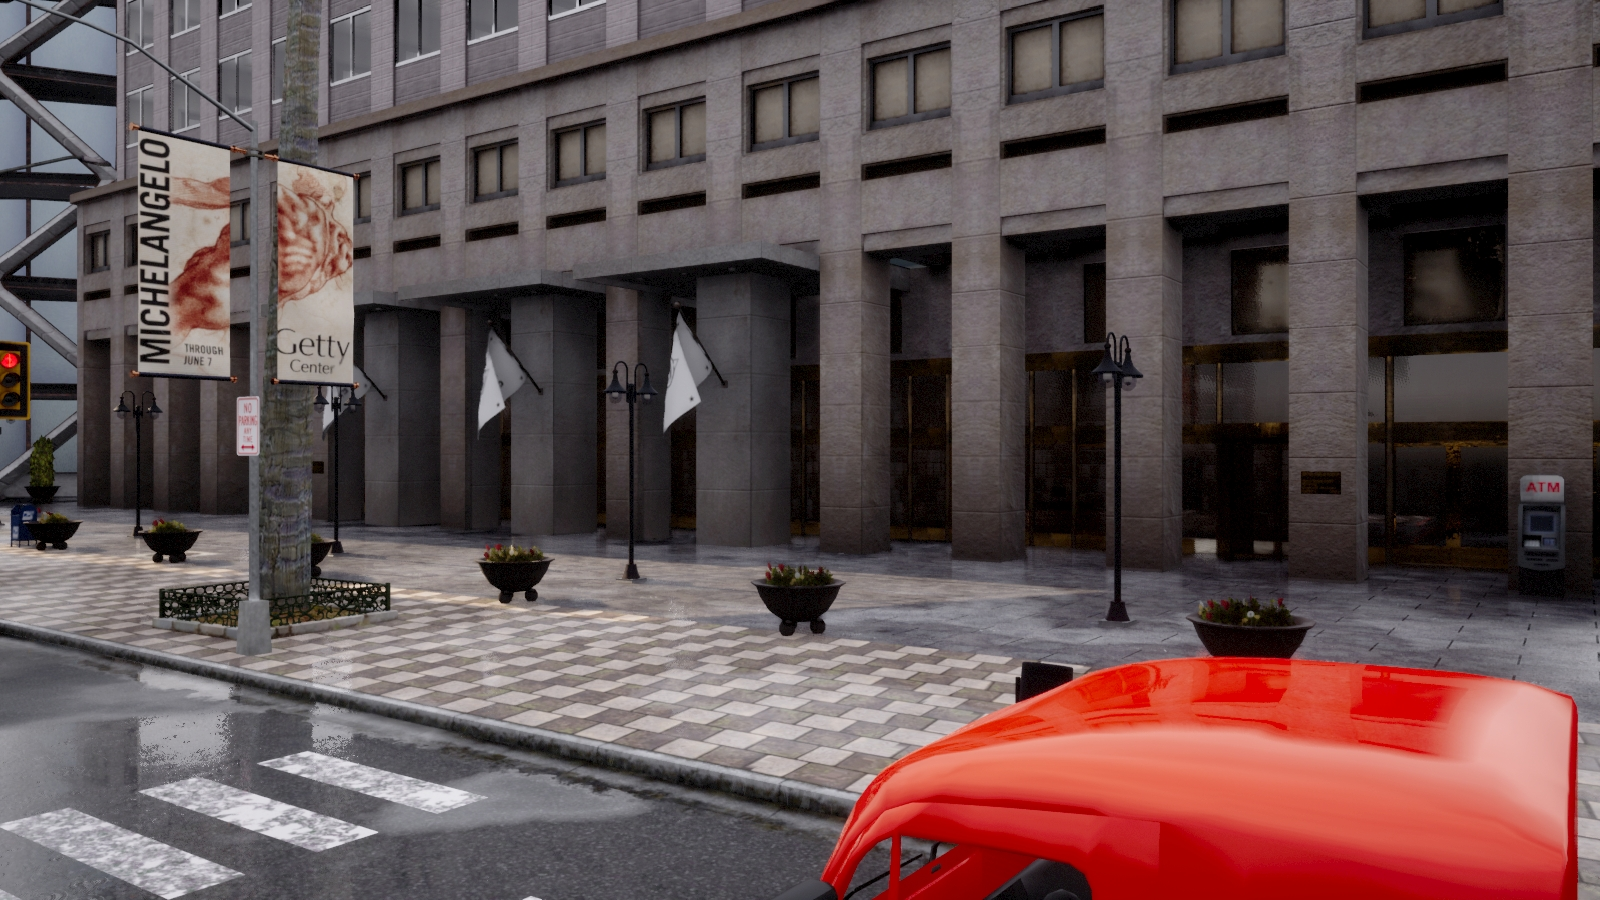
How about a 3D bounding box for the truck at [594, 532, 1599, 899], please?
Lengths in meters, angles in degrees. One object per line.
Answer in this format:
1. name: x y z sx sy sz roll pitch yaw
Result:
1. truck: 2.439 1.568 2.094 5.204 2.467 2.627 0 0 35
